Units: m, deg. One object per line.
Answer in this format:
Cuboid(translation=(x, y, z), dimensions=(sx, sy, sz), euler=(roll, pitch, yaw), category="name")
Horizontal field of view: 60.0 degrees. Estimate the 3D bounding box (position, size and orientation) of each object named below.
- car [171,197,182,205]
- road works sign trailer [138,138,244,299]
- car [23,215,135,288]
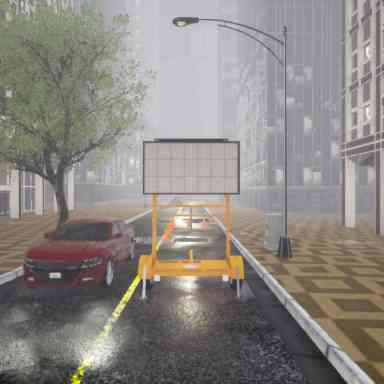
Cuboid(translation=(-2.882, 1.594, 61.584), dimensions=(1.812, 1.442, 4.674), euler=(0, 0, 0), category="car")
Cuboid(translation=(-0.019, 0.464, 8.414), dimensions=(2.380, 3.560, 2.880), euler=(0, 0, 0), category="road works sign trailer")
Cuboid(translation=(-2.870, 1.477, 9.462), dimensions=(1.882, 1.535, 5.008), euler=(0, 0, 0), category="car")
